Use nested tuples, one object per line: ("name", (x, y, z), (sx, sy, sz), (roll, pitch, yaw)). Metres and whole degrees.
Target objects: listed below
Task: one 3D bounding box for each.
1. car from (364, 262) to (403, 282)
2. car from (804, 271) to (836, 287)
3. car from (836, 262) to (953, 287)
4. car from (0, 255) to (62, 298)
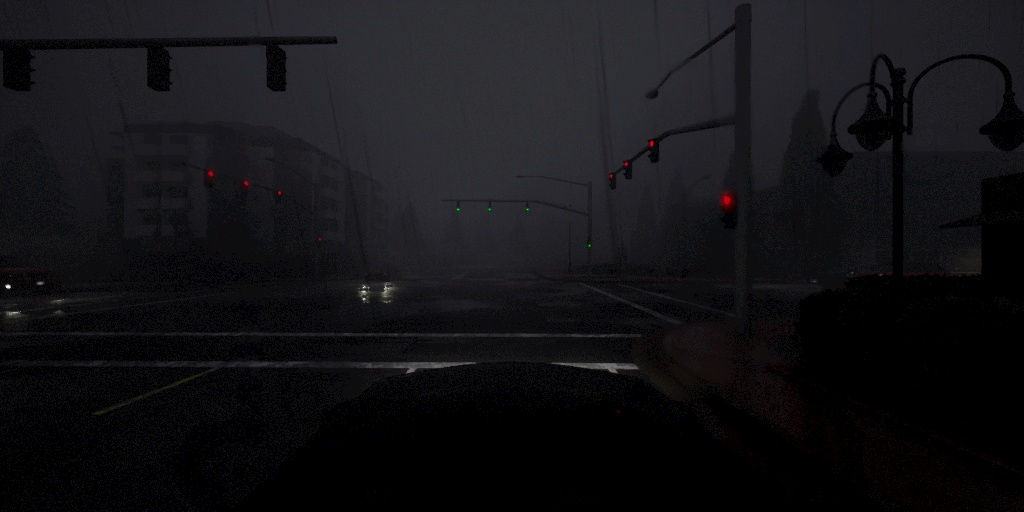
("car", (-10.188, 1.281, 28.715), (1.882, 1.535, 5.008), (0, 1, -3))
("car", (22.118, 1.350, 23.529), (4.718, 1.301, 1.895), (0, 0, 1))
("car", (21.524, 1.103, 20.041), (4.553, 1.767, 2.097), (0, 0, 1))
("car", (-25.716, 0.971, 17.530), (5.566, 2.045, 2.150), (0, 0, 2))
